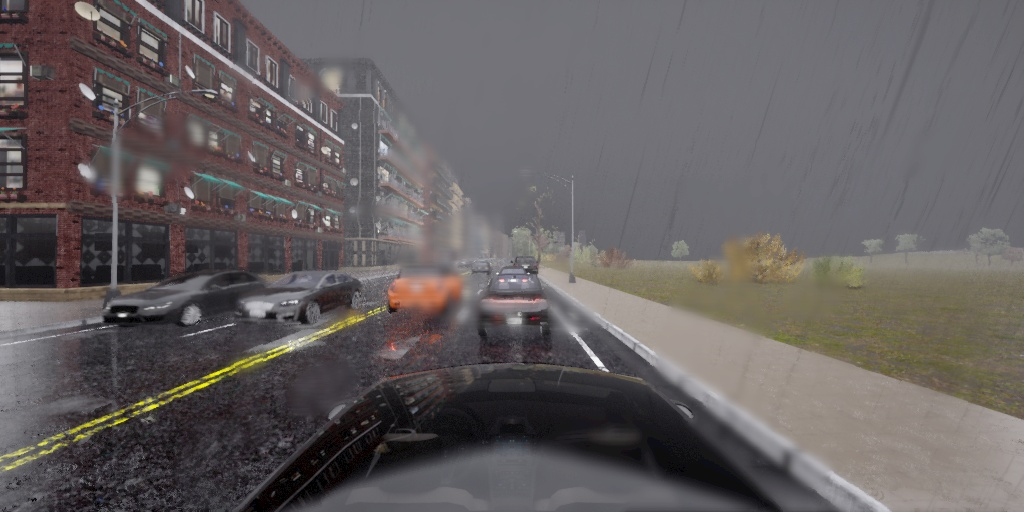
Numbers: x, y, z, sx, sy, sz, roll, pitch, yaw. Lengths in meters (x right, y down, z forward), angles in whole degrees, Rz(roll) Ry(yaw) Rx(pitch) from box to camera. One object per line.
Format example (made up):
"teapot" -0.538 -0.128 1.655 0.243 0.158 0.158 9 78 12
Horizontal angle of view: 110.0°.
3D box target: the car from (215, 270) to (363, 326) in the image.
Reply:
"car" -6.622 1.243 11.795 2.128 1.511 4.902 0 0 0

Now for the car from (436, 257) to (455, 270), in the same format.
"car" -9.958 1.105 53.871 2.097 1.767 4.553 0 0 0

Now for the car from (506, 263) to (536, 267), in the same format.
"car" 0.062 1.301 20.794 2.033 1.411 5.357 0 0 0

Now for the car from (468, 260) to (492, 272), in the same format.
"car" -3.219 1.301 39.201 2.033 1.411 5.357 0 0 0

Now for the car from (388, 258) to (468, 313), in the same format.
"car" -3.177 1.104 14.094 2.097 1.767 4.553 0 0 0

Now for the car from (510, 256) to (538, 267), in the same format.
"car" 1.073 0.979 31.007 2.150 2.045 5.566 0 0 0

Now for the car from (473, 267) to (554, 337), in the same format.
"car" 0.082 1.243 10.354 2.128 1.511 4.902 0 0 0

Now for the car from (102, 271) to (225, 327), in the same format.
"car" -9.871 1.256 11.518 1.837 1.490 4.892 0 0 0

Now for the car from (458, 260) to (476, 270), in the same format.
"car" -6.712 1.300 53.958 2.033 1.411 5.357 0 0 0
